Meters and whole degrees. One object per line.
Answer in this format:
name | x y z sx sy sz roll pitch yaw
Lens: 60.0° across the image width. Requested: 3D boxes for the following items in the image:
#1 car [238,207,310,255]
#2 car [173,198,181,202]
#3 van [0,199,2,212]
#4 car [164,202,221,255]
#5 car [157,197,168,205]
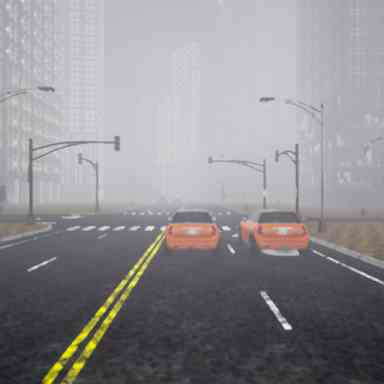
car | 3.257 1.478 14.075 2.097 1.767 4.553 0 -1 0
car | -3.301 2.122 74.141 1.812 1.442 4.674 0 0 -1
van | -22.639 1.524 35.724 3.998 1.788 1.690 0 0 1
car | 0.008 1.478 14.077 2.097 1.767 4.553 0 -1 0
car | -6.550 1.953 74.043 2.097 1.767 4.553 0 0 -1
